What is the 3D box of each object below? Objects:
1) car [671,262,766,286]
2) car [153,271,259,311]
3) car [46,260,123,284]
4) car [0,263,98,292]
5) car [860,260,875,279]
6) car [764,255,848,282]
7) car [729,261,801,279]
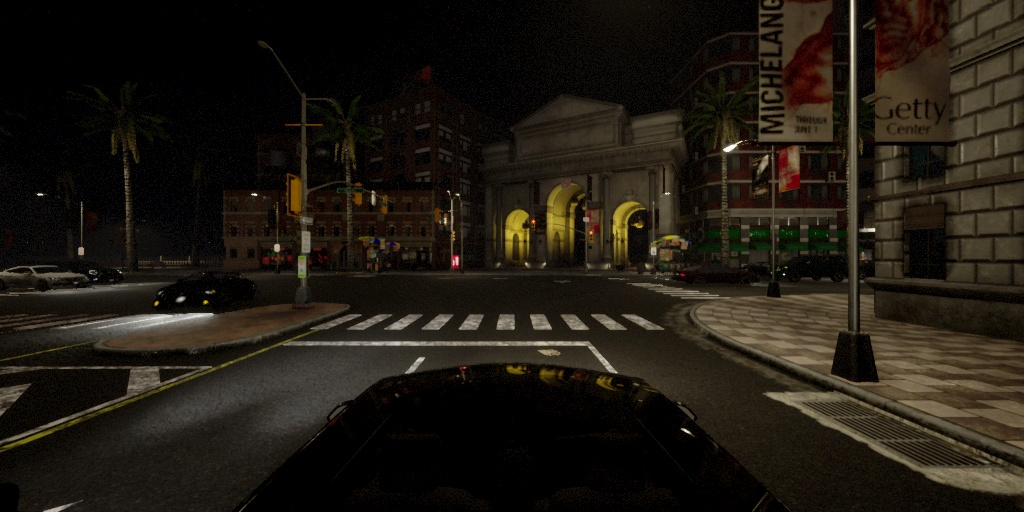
[{"bbox_3d":[13.852,1.297,24.622,5.357,1.411,2.033,0,0,0],"label":"car"},{"bbox_3d":[-11.990,1.314,14.376,1.994,1.385,4.181,0,0,-15],"label":"car"},{"bbox_3d":[-30.017,1.102,24.892,4.553,1.767,2.097,0,0,0],"label":"car"},{"bbox_3d":[-27.635,1.276,21.070,4.674,1.442,1.812,0,0,6],"label":"car"},{"bbox_3d":[31.281,1.102,31.588,4.553,1.767,2.097,0,0,2],"label":"car"},{"bbox_3d":[23.281,0.971,28.255,5.566,2.045,2.150,0,0,0],"label":"car"},{"bbox_3d":[22.305,1.242,31.751,4.902,1.511,2.128,0,0,0],"label":"car"}]
